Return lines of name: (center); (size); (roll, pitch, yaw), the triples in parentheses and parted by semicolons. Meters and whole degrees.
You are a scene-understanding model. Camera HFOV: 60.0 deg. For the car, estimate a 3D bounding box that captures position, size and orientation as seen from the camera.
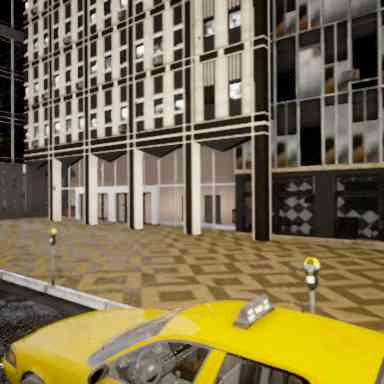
car: (0.259, 1.523, 2.701); (4.829, 1.417, 1.752); (0, -1, 36)
